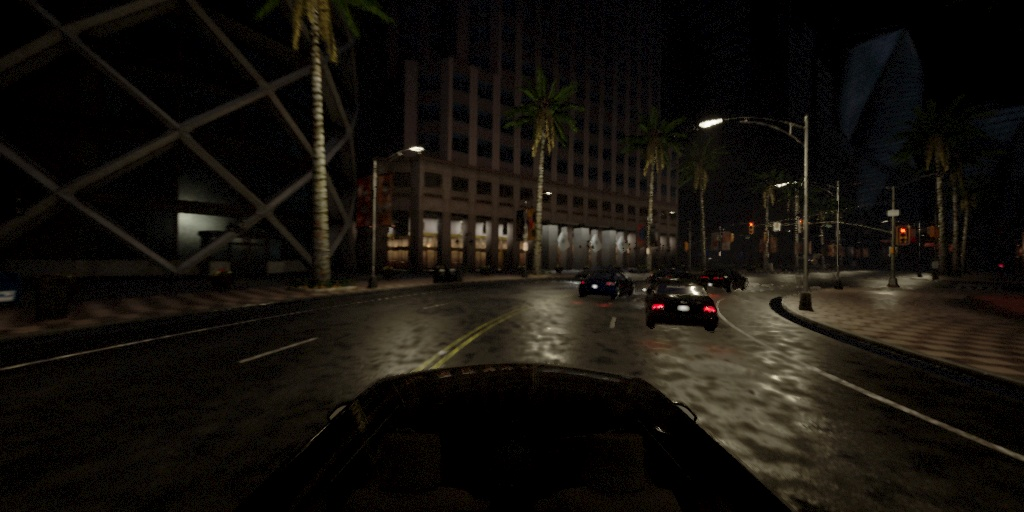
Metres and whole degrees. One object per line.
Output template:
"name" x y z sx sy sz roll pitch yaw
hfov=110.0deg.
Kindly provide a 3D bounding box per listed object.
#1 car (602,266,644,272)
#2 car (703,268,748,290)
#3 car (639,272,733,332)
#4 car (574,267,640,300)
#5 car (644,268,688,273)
"car" 9.898 1.650 30.002 4.718 1.301 1.895 1 0 -39
"car" 14.207 1.575 24.069 4.892 1.490 1.837 1 -1 -42
"car" 5.290 1.426 11.617 2.033 1.411 5.357 1 0 20
"car" 5.149 1.484 19.180 1.994 1.385 4.181 1 -1 34
"car" 12.861 1.643 28.519 4.181 1.385 1.994 1 0 -35
